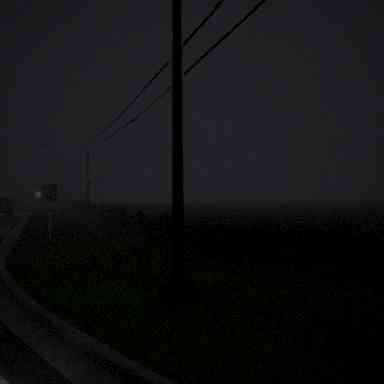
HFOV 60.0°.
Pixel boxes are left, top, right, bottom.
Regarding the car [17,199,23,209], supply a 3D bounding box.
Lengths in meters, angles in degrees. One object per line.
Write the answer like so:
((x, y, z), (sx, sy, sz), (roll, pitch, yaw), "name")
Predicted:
((-28.809, 1.863, 54.266), (2.097, 1.767, 4.553), (0, 0, -24), "car")

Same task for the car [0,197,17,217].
((-20.071, 1.559, 34.991), (2.150, 2.045, 5.566), (0, 0, -24), "car")
